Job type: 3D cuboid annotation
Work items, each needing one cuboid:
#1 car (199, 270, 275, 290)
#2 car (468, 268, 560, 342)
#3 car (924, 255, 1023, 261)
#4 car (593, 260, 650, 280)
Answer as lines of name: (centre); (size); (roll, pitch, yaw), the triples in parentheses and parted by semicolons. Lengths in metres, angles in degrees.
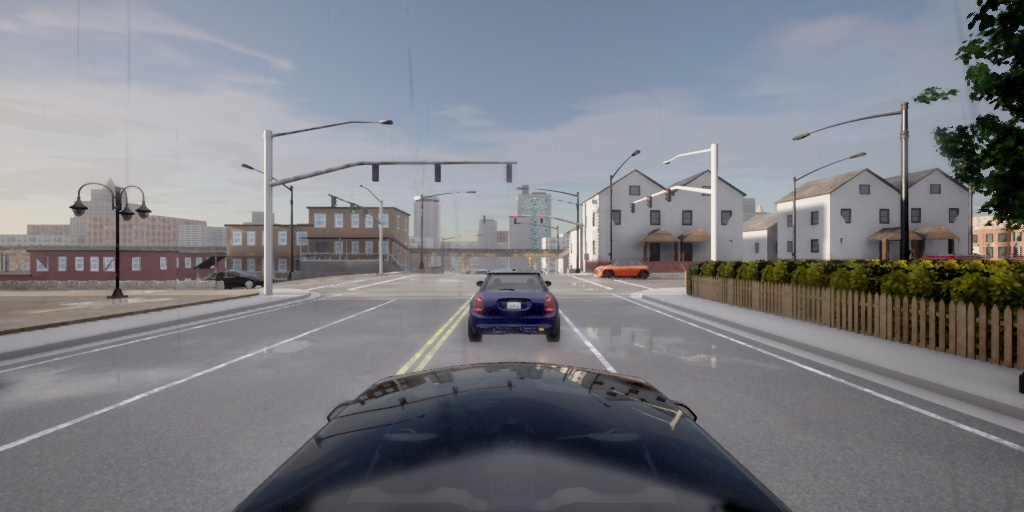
car: (-20.506, 1.789, 26.777); (4.892, 1.490, 1.837); (-5, 0, -1)
car: (0.056, 1.102, 9.967); (2.097, 1.767, 4.553); (0, 0, 0)
car: (35.002, 0.971, 27.669); (5.566, 2.045, 2.150); (0, 0, -1)
car: (9.361, 1.104, 30.871); (4.553, 1.767, 2.097); (0, 0, -3)
